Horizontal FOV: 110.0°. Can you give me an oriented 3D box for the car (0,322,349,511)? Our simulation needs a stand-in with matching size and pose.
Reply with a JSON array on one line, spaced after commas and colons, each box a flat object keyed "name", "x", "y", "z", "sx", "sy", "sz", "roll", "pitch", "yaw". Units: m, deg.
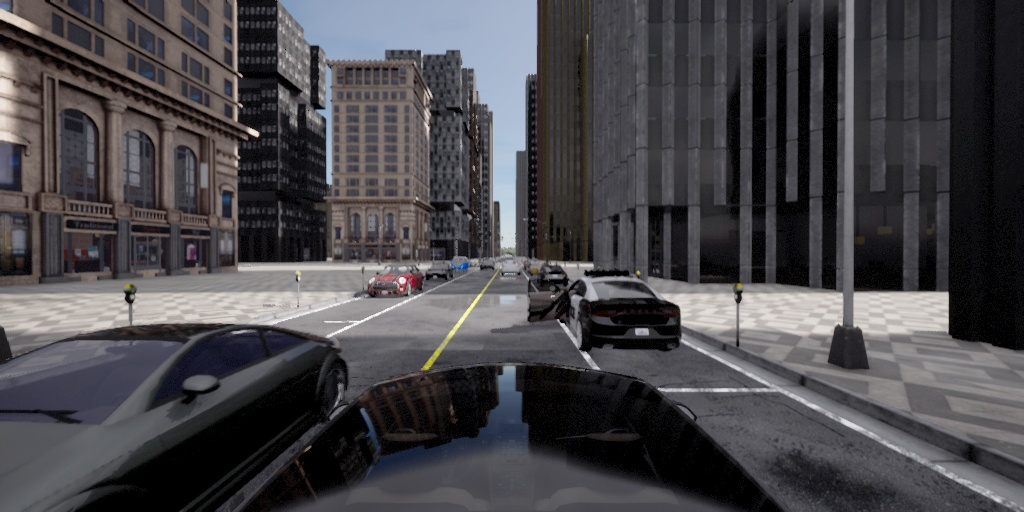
[{"name": "car", "x": -3.105, "y": 1.311, "z": 2.973, "sx": 1.994, "sy": 1.385, "sz": 4.181, "roll": 0, "pitch": 0, "yaw": 0}]

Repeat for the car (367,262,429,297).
[{"name": "car", "x": -5.849, "y": 1.153, "z": 18.436, "sx": 1.967, "sy": 1.591, "sz": 4.097, "roll": 0, "pitch": 0, "yaw": 0}]

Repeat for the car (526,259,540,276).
[{"name": "car", "x": 2.587, "y": 1.197, "z": 35.575, "sx": 1.751, "sy": 1.417, "sz": 4.829, "roll": 0, "pitch": 0, "yaw": 0}]

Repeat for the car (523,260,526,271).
[{"name": "car", "x": 2.559, "y": 1.207, "z": 41.045, "sx": 2.007, "sy": 1.370, "sz": 4.403, "roll": 0, "pitch": 0, "yaw": 0}]

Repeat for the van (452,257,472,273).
[{"name": "van", "x": -5.966, "y": 0.996, "z": 41.000, "sx": 1.690, "sy": 1.789, "sz": 3.998, "roll": 0, "pitch": 0, "yaw": 0}]

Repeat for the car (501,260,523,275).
[{"name": "car", "x": -0.113, "y": 1.193, "z": 37.097, "sx": 1.812, "sy": 1.442, "sz": 4.674, "roll": 0, "pitch": 0, "yaw": 0}]

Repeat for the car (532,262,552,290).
[{"name": "car", "x": 2.647, "y": 1.267, "z": 24.123, "sx": 1.948, "sy": 1.339, "sz": 4.313, "roll": 0, "pitch": 0, "yaw": 0}]

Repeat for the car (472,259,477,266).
[{"name": "car", "x": -6.054, "y": 1.156, "z": 57.923, "sx": 2.007, "sy": 1.370, "sz": 4.403, "roll": 0, "pitch": 0, "yaw": 0}]

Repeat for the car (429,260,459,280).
[{"name": "car", "x": -5.908, "y": 1.252, "z": 29.719, "sx": 1.948, "sy": 1.339, "sz": 4.313, "roll": 0, "pitch": 0, "yaw": 0}]

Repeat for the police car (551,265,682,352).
[{"name": "police car", "x": 2.329, "y": 1.160, "z": 9.044, "sx": 1.930, "sy": 1.638, "sz": 5.238, "roll": 0, "pitch": 0, "yaw": 0}]

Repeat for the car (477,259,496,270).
[{"name": "car", "x": -3.242, "y": 1.175, "z": 48.395, "sx": 1.837, "sy": 1.490, "sz": 4.892, "roll": 0, "pitch": 0, "yaw": 0}]
